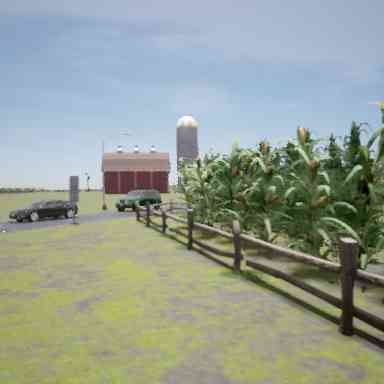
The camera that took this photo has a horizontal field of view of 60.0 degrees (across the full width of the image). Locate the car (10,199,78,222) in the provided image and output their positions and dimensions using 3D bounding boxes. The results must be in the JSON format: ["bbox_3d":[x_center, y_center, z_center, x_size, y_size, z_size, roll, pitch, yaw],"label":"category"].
[{"bbox_3d":[-10.649,1.291,24.237,1.837,1.490,4.892,-1,1,32],"label":"car"}]

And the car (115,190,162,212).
[{"bbox_3d":[-5.249,0.827,33.389,2.150,2.045,5.566,-1,1,29],"label":"car"}]
